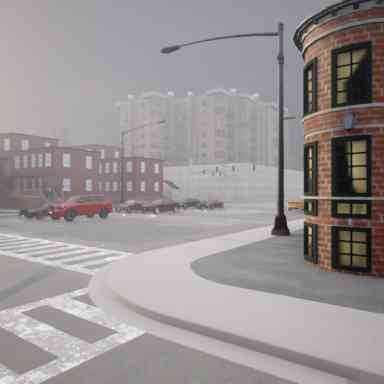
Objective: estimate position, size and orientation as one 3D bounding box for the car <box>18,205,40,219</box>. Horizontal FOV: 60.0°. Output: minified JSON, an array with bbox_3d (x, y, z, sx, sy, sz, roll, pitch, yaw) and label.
[{"bbox_3d":[-12.212,1.547,29.235,2.033,1.411,5.357,0,0,36],"label":"car"}]

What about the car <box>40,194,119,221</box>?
[{"bbox_3d":[-9.131,1.221,27.524,2.150,2.045,5.566,0,0,36],"label":"car"}]

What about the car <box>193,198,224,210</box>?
[{"bbox_3d":[2.514,1.564,43.776,1.994,1.385,4.181,0,0,35],"label":"car"}]

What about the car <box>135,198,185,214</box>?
[{"bbox_3d":[-3.337,1.478,35.624,1.882,1.535,5.008,0,0,36],"label":"car"}]

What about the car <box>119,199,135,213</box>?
[{"bbox_3d":[-6.483,1.526,37.227,1.812,1.442,4.674,0,0,35],"label":"car"}]

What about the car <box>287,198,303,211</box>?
[{"bbox_3d":[13.160,1.478,40.312,1.882,1.535,5.008,0,0,36],"label":"car"}]

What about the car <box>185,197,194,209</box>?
[{"bbox_3d":[-0.706,1.492,45.289,2.128,1.511,4.902,0,0,36],"label":"car"}]
